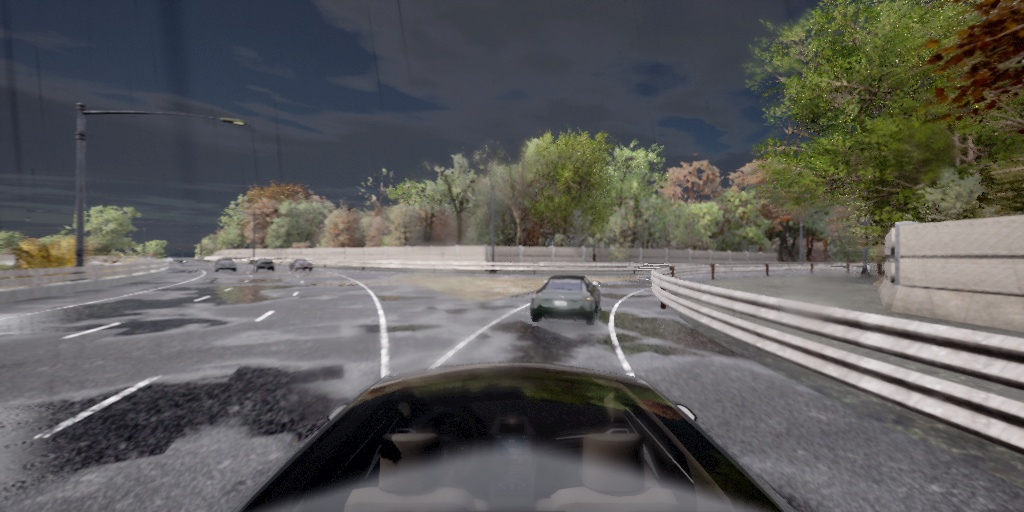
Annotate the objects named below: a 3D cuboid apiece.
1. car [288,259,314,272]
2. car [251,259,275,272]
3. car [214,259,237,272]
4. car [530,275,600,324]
[{"bbox_3d":[-25.492,1.112,43.285,2.033,1.411,5.357,0,0,-42],"label":"car"},{"bbox_3d":[-29.014,1.041,41.895,1.837,1.490,4.892,0,0,-41],"label":"car"},{"bbox_3d":[-32.165,1.058,40.275,2.033,1.411,5.357,0,0,-42],"label":"car"},{"bbox_3d":[1.948,1.334,12.231,1.994,1.385,4.181,0,0,16],"label":"car"}]
